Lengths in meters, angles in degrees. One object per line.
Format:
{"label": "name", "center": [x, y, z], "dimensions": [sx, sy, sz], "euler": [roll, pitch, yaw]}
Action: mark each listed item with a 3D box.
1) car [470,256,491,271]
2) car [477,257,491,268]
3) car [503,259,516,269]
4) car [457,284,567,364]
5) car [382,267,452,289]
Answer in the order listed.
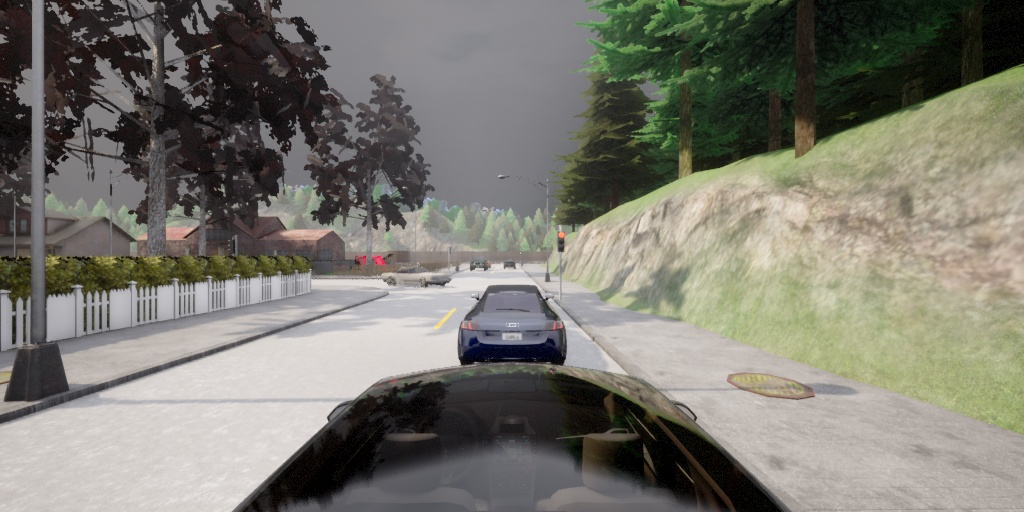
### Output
{"label": "car", "center": [-4.513, 0.972, 49.473], "dimensions": [2.150, 2.045, 5.566], "euler": [0, 0, 0]}
{"label": "car", "center": [-4.579, 1.102, 59.301], "dimensions": [2.097, 1.767, 4.553], "euler": [0, 0, 0]}
{"label": "car", "center": [-0.389, 1.254, 57.791], "dimensions": [1.837, 1.490, 4.892], "euler": [0, 0, 0]}
{"label": "car", "center": [0.008, 1.314, 7.986], "dimensions": [1.994, 1.385, 4.181], "euler": [0, 0, 0]}
{"label": "car", "center": [-6.209, 1.351, 23.365], "dimensions": [4.718, 1.301, 1.895], "euler": [0, 0, 31]}
